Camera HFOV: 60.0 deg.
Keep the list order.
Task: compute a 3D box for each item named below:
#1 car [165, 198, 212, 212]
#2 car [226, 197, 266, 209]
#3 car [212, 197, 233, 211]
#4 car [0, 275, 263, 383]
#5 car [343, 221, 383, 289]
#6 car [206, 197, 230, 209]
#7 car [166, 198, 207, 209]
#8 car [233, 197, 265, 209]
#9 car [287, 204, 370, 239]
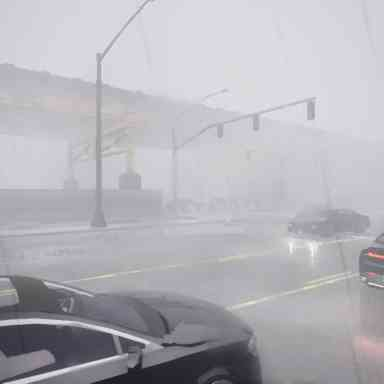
[{"bbox_3d":[-0.530,1.453,38.017,4.974,1.542,2.038,0,0,8],"label":"car"},{"bbox_3d":[7.143,1.452,44.440,4.974,1.542,2.038,0,0,-7],"label":"car"},{"bbox_3d":[3.222,1.453,40.692,2.038,1.542,4.974,0,0,18],"label":"car"},{"bbox_3d":[-1.529,1.491,2.664,4.902,1.511,2.128,0,0,-35],"label":"car"},{"bbox_3d":[5.901,1.505,7.947,4.892,1.490,1.837,0,0,-35],"label":"car"},{"bbox_3d":[3.238,1.295,40.741,1.853,1.218,4.536,0,0,18],"label":"car"},{"bbox_3d":[-0.582,1.295,38.025,4.536,1.218,1.853,0,0,8],"label":"car"},{"bbox_3d":[7.092,1.295,44.434,4.536,1.218,1.853,0,0,-7],"label":"car"},{"bbox_3d":[7.404,1.549,17.627,5.357,1.411,2.033,0,0,-35],"label":"car"}]
